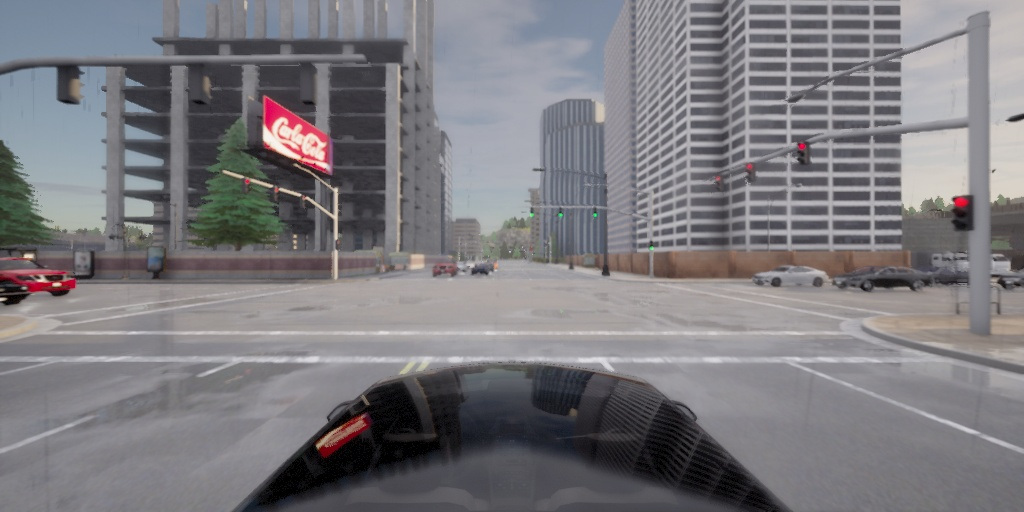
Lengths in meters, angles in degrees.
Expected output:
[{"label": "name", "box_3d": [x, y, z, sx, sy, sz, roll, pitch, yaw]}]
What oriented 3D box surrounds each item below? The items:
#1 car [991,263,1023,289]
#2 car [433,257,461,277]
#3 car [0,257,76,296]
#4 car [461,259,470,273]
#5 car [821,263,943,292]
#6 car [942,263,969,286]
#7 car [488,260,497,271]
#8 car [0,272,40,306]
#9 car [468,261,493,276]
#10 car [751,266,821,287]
[{"label": "car", "box_3d": [32.490, 1.339, 21.646, 4.902, 1.511, 2.128, 0, 0, 0]}, {"label": "car", "box_3d": [-7.137, 1.161, 38.863, 2.150, 2.045, 5.566, 0, 0, -3]}, {"label": "car", "box_3d": [-25.159, 1.056, 17.645, 5.566, 2.045, 2.150, 0, 0, 0]}, {"label": "car", "box_3d": [-7.095, 1.514, 48.539, 1.812, 1.442, 4.674, 0, 0, 0]}, {"label": "car", "box_3d": [22.115, 1.340, 21.604, 4.902, 1.511, 2.128, 0, 0, 0]}, {"label": "car", "box_3d": [29.966, 1.413, 25.140, 5.357, 1.411, 2.033, 0, 0, 0]}, {"label": "car", "box_3d": [-3.587, 1.565, 51.205, 1.994, 1.385, 4.181, 0, 0, 0]}, {"label": "car", "box_3d": [-22.386, 1.417, 14.160, 4.718, 1.301, 1.895, 0, 0, 0]}, {"label": "car", "box_3d": [-3.604, 1.552, 41.280, 1.895, 1.301, 4.718, 0, 0, 0]}, {"label": "car", "box_3d": [19.383, 1.392, 25.070, 4.674, 1.442, 1.812, 0, 0, -1]}]
